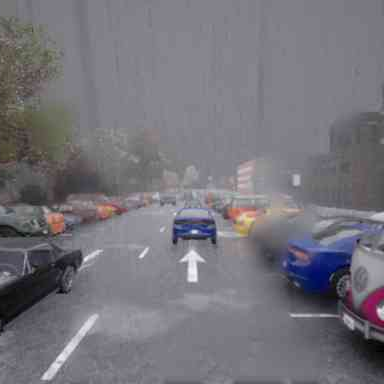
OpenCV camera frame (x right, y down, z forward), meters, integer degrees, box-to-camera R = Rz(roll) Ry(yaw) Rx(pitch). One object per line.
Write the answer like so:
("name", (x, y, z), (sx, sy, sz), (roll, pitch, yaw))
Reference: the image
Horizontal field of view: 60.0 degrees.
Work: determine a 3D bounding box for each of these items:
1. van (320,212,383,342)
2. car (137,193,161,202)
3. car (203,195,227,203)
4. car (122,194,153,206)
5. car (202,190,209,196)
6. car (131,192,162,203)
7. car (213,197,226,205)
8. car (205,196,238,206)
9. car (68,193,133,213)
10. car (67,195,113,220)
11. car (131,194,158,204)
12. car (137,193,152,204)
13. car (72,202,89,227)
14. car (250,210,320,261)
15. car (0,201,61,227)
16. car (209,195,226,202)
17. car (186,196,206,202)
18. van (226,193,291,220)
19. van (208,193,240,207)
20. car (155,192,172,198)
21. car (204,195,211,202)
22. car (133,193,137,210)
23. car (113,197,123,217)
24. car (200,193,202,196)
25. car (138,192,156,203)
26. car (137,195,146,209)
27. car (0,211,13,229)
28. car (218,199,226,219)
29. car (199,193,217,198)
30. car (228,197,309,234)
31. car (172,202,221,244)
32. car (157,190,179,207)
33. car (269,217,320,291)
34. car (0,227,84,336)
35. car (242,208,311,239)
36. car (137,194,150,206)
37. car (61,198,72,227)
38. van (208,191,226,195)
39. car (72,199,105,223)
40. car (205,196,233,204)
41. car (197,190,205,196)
("van", (4.425, 1.246, 4.685), (4.442, 1.987, 1.878), (0, 0, 0))
("car", (-8.491, 1.149, 65.927), (4.553, 1.767, 2.185), (0, 0, 0))
("car", (4.542, 1.315, 65.777), (4.674, 1.452, 2.002), (-1, 0, 0))
("car", (-8.495, 1.204, 52.001), (4.553, 1.767, 2.185), (0, 0, 0))
("car", (4.581, 1.100, 46.435), (5.566, 2.045, 2.435), (0, 0, 0))
("car", (-8.552, 1.035, 63.141), (5.566, 2.045, 2.435), (0, 0, 0))
("car", (4.545, 1.451, 29.736), (4.674, 1.452, 2.002), (0, 0, 0))
("car", (4.560, 1.330, 52.002), (4.892, 1.521, 2.231), (0, 0, 0))
("car", (-8.504, 1.161, 29.722), (5.566, 2.045, 2.435), (0, 0, 0))
("car", (-8.501, 1.303, 24.151), (4.553, 1.767, 2.185), (0, 0, 0))
("car", (-8.555, 1.172, 60.231), (4.553, 1.767, 2.185), (0, 0, 0))
("car", (-8.713, 1.349, 46.307), (5.366, 1.575, 1.946), (0, 0, 0))
("car", (-8.537, 1.484, 18.582), (4.674, 1.452, 2.002), (0, 0, 0))
("car", (4.548, 1.462, 10.252), (5.008, 1.535, 2.097), (0, 0, 0))
("car", (-8.508, 1.206, 13.012), (5.566, 2.045, 2.435), (0, 0, 0))
("car", (4.543, 1.394, 35.303), (4.892, 1.521, 2.231), (0, 0, 0))
("car", (0.110, 1.464, 34.284), (2.033, 1.411, 5.357), (0, 0, 0))
("van", (4.663, 1.210, 21.322), (4.442, 1.987, 1.878), (0, 0, 0))
("van", (4.669, 1.115, 49.094), (4.442, 1.987, 1.878), (0, 0, 0))
("car", (-8.159, 0.829, 94.763), (4.553, 1.767, 2.185), (0, 0, 0))
("car", (4.365, 1.380, 38.086), (5.366, 1.575, 1.946), (0, 0, 0))
("car", (-8.562, 1.268, 35.292), (4.553, 1.767, 2.185), (0, 0, 0))
("car", (-8.537, 1.420, 26.936), (5.008, 1.535, 2.097), (0, 0, 0))
("car", (4.742, 1.282, 63.135), (5.366, 1.575, 1.946), (0, 0, 0))
("car", (-8.555, 1.090, 49.091), (5.566, 2.045, 2.435), (0, 0, 0))
("car", (-8.499, 1.403, 40.861), (4.792, 1.488, 2.163), (0, 0, 0))
("car", (-8.565, 1.492, 10.225), (4.792, 1.488, 2.163), (0, 0, 0))
("car", (4.576, 1.458, 24.170), (4.792, 1.488, 2.163), (0, 0, 0))
("car", (4.379, 1.011, 91.937), (4.674, 1.452, 2.002), (0, 0, 0))
("car", (4.576, 1.317, 18.602), (4.553, 1.767, 2.185), (0, 0, 0))
("car", (0.105, 1.447, 15.798), (1.882, 1.535, 5.008), (0, 0, 0))
("car", (-3.562, 1.081, 50.151), (2.150, 2.045, 5.566), (0, 0, 0))
("car", (4.537, 1.467, 7.469), (5.008, 1.535, 2.097), (0, 0, 0))
("car", (-3.598, 1.591, 5.959), (1.895, 1.301, 4.718), (0, 0, 0))
("car", (4.541, 1.496, 13.036), (4.674, 1.452, 2.002), (0, 0, 0))
("car", (-8.534, 1.363, 43.648), (5.008, 1.535, 2.097), (0, 0, 0))
("car", (-8.504, 1.325, 15.797), (4.553, 1.767, 2.185), (0, 0, 0))
("van", (4.668, 1.136, 43.652), (4.442, 1.987, 1.878), (0, 0, 0))
("car", (-8.529, 1.436, 21.367), (5.008, 1.535, 2.097), (0, 0, 0))
("car", (4.553, 1.347, 57.569), (4.674, 1.452, 2.002), (0, 0, 0))
("car", (4.344, 1.017, 89.110), (4.792, 1.488, 2.163), (0, 0, 0))
